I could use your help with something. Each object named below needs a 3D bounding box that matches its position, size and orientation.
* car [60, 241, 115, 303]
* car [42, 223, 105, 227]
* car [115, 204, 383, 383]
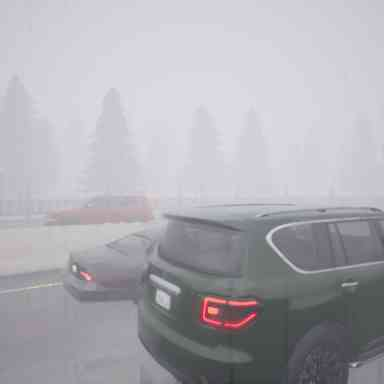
[{"bbox_3d":[-0.121,1.507,7.707,5.357,1.411,2.033,0,0,-32],"label":"car"},{"bbox_3d":[-4.767,1.135,17.371,5.566,2.045,2.150,0,0,-31],"label":"car"},{"bbox_3d":[1.968,1.195,4.871,5.566,2.045,2.150,0,0,-32],"label":"car"}]
